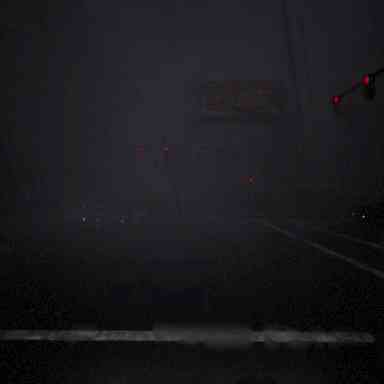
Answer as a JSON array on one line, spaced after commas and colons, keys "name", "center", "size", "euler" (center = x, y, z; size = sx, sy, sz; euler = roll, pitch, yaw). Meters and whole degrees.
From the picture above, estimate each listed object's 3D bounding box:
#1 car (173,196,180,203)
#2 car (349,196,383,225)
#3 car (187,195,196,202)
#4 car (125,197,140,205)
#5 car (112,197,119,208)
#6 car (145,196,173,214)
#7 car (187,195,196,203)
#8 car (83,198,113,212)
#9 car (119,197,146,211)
[{"name": "car", "center": [-3.592, 1.489, 71.268], "size": [2.128, 1.511, 4.902], "euler": [0, 0, 0]}, {"name": "car", "center": [14.023, 1.211, 23.207], "size": [5.566, 2.045, 2.150], "euler": [0, 0, 0]}, {"name": "car", "center": [-0.102, 1.435, 78.637], "size": [2.128, 1.511, 4.902], "euler": [0, 0, 0]}, {"name": "car", "center": [-10.637, 1.573, 59.596], "size": [1.895, 1.301, 4.718], "euler": [0, 0, 0]}, {"name": "car", "center": [-10.647, 1.456, 46.773], "size": [1.882, 1.535, 5.008], "euler": [0, 0, 0]}, {"name": "car", "center": [-3.444, 1.461, 35.450], "size": [1.882, 1.535, 5.008], "euler": [0, 0, 0]}, {"name": "car", "center": [-0.090, 1.568, 69.600], "size": [1.895, 1.301, 4.718], "euler": [0, 0, 0]}, {"name": "car", "center": [-10.655, 1.583, 37.383], "size": [1.895, 1.301, 4.718], "euler": [0, 0, 1]}, {"name": "car", "center": [-7.135, 1.459, 40.396], "size": [1.882, 1.535, 5.008], "euler": [0, 0, 0]}]
